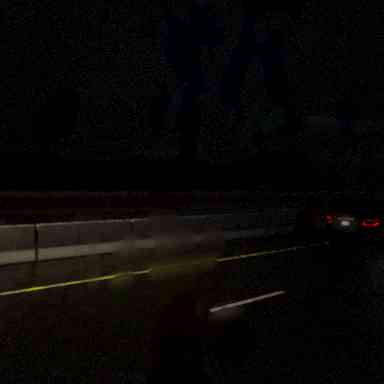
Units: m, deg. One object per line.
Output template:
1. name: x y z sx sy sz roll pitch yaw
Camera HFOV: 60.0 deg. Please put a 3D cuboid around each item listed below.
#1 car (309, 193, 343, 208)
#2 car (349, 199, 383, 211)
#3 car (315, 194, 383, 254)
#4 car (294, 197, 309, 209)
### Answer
1. car: 17.840 1.195 42.603 5.566 2.045 2.150 0 0 -37
2. car: 21.475 1.572 40.967 4.718 1.301 1.895 0 0 -37
3. car: 7.727 1.213 13.569 5.566 2.045 2.150 0 0 -35
4. car: 16.020 1.464 45.638 4.902 1.511 2.128 0 0 -37
